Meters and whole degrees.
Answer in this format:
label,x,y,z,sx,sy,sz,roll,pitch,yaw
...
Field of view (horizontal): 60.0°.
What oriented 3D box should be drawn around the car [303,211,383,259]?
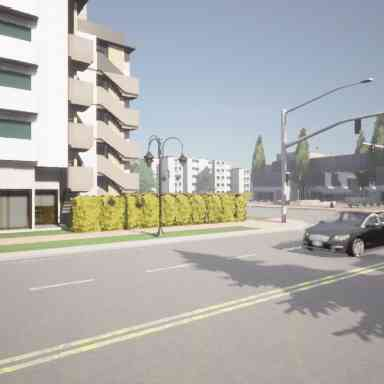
label,x,y,z,sx,sy,sz,roll,pitch,yaw
car,6.278,1.491,12.777,4.902,1.511,2.128,0,0,-36
